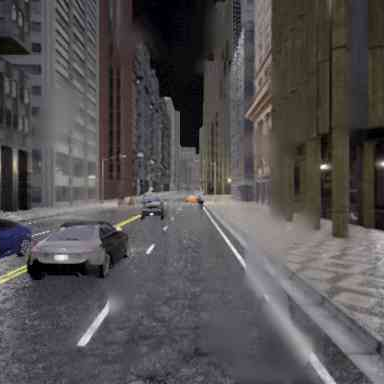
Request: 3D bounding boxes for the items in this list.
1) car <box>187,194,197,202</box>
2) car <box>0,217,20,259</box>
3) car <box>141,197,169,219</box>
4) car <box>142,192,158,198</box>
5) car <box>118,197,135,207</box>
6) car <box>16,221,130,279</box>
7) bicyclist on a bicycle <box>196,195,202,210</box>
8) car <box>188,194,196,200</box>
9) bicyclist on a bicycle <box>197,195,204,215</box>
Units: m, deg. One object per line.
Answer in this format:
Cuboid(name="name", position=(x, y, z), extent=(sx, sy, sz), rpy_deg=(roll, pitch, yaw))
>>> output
Cuboid(name="car", position=(-0.013, 1.125, 70.757), extent=(2.097, 1.767, 4.553), rpy_deg=(0, 0, 0))
Cuboid(name="car", position=(-6.600, 1.516, 10.123), extent=(1.812, 1.442, 4.674), rpy_deg=(0, 0, 0))
Cuboid(name="car", position=(-3.155, 1.473, 28.395), extent=(1.837, 1.490, 4.892), rpy_deg=(0, 0, 0))
Cuboid(name="car", position=(-6.554, 1.098, 52.375), extent=(2.150, 2.045, 5.566), rpy_deg=(0, 0, 1))
Cuboid(name="car", position=(-9.818, 1.417, 49.938), extent=(1.812, 1.442, 4.674), rpy_deg=(0, 0, 0))
Cuboid(name="car", position=(-3.152, 1.554, 10.038), extent=(1.994, 1.385, 4.181), rpy_deg=(0, 0, 0))
Cuboid(name="bicyclist on a bicycle", position=(0.886, 1.303, 41.164), extent=(0.659, 1.776, 1.843), rpy_deg=(0, 0, 0))
Cuboid(name="car", position=(-0.016, 1.192, 85.424), extent=(2.128, 1.511, 4.902), rpy_deg=(0, 0, 0))
Cuboid(name="bicyclist on a bicycle", position=(0.888, 1.331, 32.169), extent=(0.659, 1.776, 1.843), rpy_deg=(0, 0, 0))
